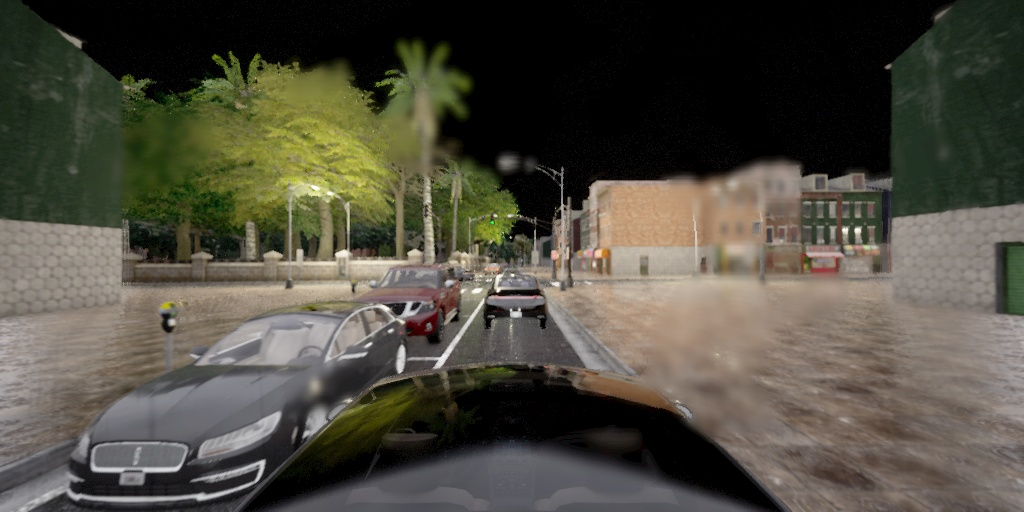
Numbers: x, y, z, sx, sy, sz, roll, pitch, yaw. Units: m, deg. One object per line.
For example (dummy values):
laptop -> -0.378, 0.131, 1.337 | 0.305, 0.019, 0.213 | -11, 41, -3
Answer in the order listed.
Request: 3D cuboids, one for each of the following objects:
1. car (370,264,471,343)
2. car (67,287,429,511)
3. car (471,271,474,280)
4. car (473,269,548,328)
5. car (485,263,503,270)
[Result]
car -> -2.634, 1.154, 10.133 | 2.192, 1.841, 5.009 | 0, 0, 0
car -> -2.637, 1.331, 4.670 | 2.007, 1.370, 4.403 | 0, 0, 0
car -> -5.469, 1.598, 29.426 | 4.902, 1.511, 2.128 | -1, -1, 25
car -> 0.105, 1.351, 11.902 | 2.128, 1.511, 4.902 | 0, -1, 0
car -> -2.615, 1.768, 48.277 | 1.967, 1.591, 4.097 | 0, 0, 0
